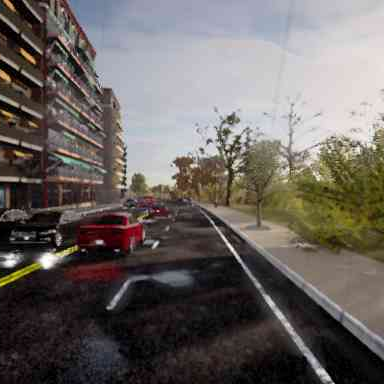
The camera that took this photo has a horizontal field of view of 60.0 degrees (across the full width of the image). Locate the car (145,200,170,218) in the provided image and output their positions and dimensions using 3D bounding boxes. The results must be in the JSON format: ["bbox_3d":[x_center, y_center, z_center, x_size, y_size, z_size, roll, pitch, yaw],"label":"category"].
[{"bbox_3d":[-3.251,1.792,33.505,1.994,1.385,4.181,0,0,-1],"label":"car"}]

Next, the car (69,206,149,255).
[{"bbox_3d":[-3.145,1.571,13.764,1.882,1.535,5.008,0,0,0],"label":"car"}]

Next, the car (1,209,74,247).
[{"bbox_3d":[-6.597,1.611,15.687,1.837,1.490,4.892,0,0,0],"label":"car"}]

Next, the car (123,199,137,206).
[{"bbox_3d":[-10.689,1.916,57.501,1.812,1.442,4.674,0,0,-2],"label":"car"}]

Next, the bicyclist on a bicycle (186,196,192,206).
[{"bbox_3d":[-0.421,1.889,65.576,0.582,1.620,1.656,0,-1,-4],"label":"bicyclist on a bicycle"}]

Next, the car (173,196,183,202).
[{"bbox_3d":[-3.575,2.025,93.431,2.033,1.411,5.357,0,0,-6],"label":"car"}]

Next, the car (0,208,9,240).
[{"bbox_3d":[-9.847,1.618,16.764,1.837,1.490,4.892,0,0,0],"label":"car"}]

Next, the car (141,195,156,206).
[{"bbox_3d":[-7.421,1.608,57.254,2.150,2.045,5.566,0,0,-2],"label":"car"}]

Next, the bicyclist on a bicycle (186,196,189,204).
[{"bbox_3d":[-1.038,1.863,74.626,0.659,1.776,1.843,0,0,-4],"label":"bicyclist on a bicycle"}]
